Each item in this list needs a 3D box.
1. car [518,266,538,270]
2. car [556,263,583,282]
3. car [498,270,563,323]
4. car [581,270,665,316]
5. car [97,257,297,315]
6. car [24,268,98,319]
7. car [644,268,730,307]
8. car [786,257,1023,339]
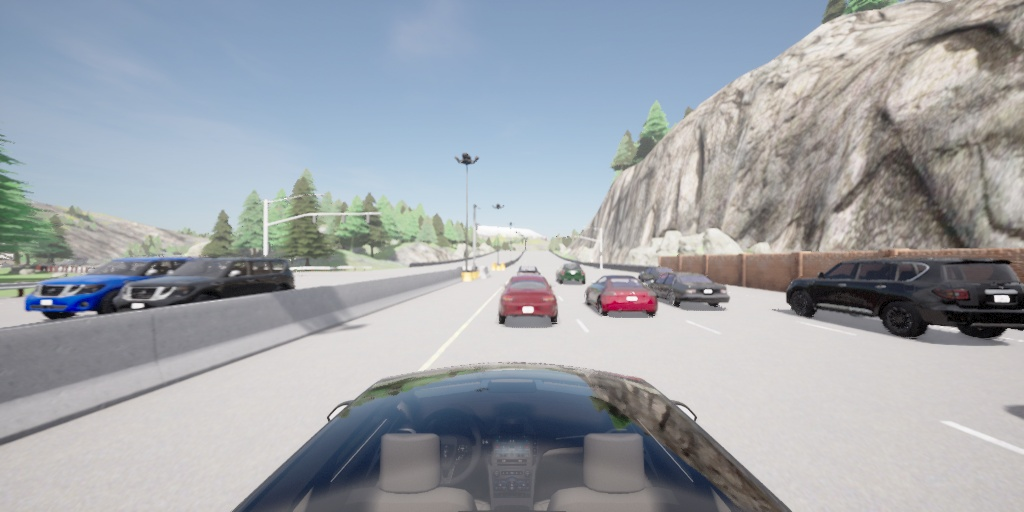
[{"bbox_3d":[1.231,1.470,27.528,2.128,1.511,4.902,0,0,3],"label":"car"},{"bbox_3d":[4.854,1.362,30.083,2.097,1.767,4.553,0,0,3],"label":"car"},{"bbox_3d":[0.553,1.370,12.422,1.812,1.442,4.674,0,0,2],"label":"car"},{"bbox_3d":[4.140,1.431,14.124,1.994,1.385,4.181,0,-1,2],"label":"car"},{"bbox_3d":[-10.081,1.046,12.555,2.150,2.045,5.566,0,-1,3],"label":"car"},{"bbox_3d":[-13.544,1.039,13.297,2.150,2.045,5.566,0,-1,3],"label":"car"},{"bbox_3d":[7.727,1.442,16.432,2.033,1.411,5.357,0,0,3],"label":"car"},{"bbox_3d":[10.979,1.072,10.646,2.150,2.045,5.566,0,-1,2],"label":"car"}]
